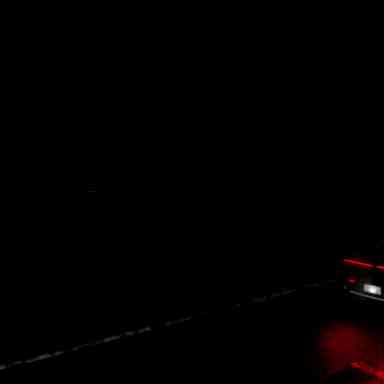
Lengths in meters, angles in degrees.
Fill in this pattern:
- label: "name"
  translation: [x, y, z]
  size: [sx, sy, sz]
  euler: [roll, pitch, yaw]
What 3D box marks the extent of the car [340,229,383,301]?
- label: "car"
  translation: [5.322, 1.588, 7.630]
  size: [4.892, 1.490, 1.837]
  euler: [1, 0, -36]
